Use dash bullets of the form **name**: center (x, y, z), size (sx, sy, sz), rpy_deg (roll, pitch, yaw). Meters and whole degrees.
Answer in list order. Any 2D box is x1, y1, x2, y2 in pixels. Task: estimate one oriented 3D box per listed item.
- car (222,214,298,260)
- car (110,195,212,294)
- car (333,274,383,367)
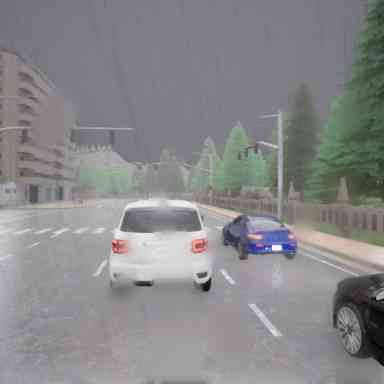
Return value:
- **car**: center (2.342, 1.526, 12.363), size (1.812, 1.442, 4.674), rpy_deg (0, 0, -6)
- **car**: center (-0.802, 1.221, 9.003), size (2.150, 2.045, 5.566), rpy_deg (0, 0, -5)
- **car**: center (3.120, 1.492, 3.135), size (2.128, 1.511, 4.902), rpy_deg (0, 0, -3)
